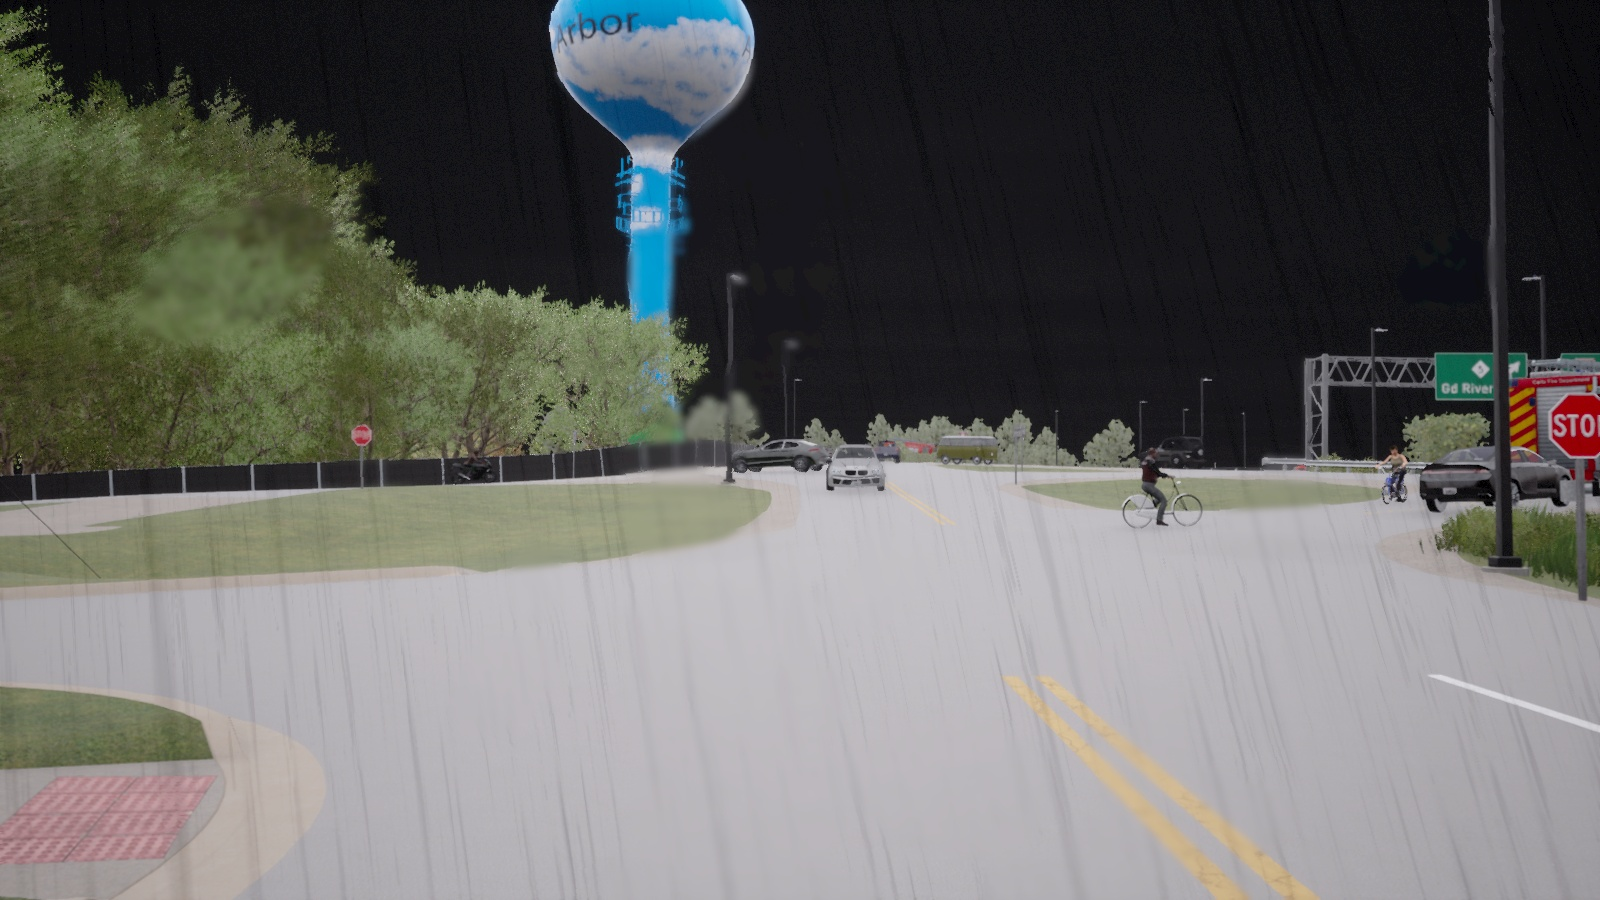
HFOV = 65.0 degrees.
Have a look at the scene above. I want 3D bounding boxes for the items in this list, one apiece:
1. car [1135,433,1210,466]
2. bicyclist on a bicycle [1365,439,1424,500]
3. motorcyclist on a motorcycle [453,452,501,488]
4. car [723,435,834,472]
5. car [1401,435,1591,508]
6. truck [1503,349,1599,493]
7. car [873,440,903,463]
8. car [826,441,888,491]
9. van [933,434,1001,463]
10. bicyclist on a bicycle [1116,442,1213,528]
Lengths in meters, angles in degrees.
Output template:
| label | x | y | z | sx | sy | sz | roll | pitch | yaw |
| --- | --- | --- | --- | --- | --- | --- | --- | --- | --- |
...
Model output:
| label | x | y | z | sx | sy | sz | roll | pitch | yaw |
| --- | --- | --- | --- | --- | --- | --- | --- | --- | --- |
| car | 21.756 | -0.017 | 73.507 | 1.905 | 1.878 | 3.866 | 1 | 0 | -33 |
| bicyclist on a bicycle | 16.459 | 0.539 | 34.775 | 1.509 | 1.612 | 0.866 | -2 | -1 | -41 |
| motorcyclist on a motorcycle | -14.622 | 0.904 | 56.875 | 2.044 | 1.523 | 0.797 | -3 | 0 | -12 |
| car | -1.057 | 0.157 | 62.412 | 5.027 | 1.651 | 2.152 | -2 | 0 | 21 |
| car | 16.474 | 0.487 | 29.639 | 4.902 | 1.511 | 2.128 | -2 | -1 | -38 |
| truck | 23.873 | -0.841 | 36.838 | 8.468 | 3.827 | 2.891 | -2 | -1 | -41 |
| car | 5.904 | 0.095 | 84.195 | 1.845 | 1.501 | 3.633 | 0 | 0 | 7 |
| car | 2.113 | 0.557 | 47.696 | 2.242 | 1.667 | 4.611 | 0 | 2 | 1 |
| van | 11.558 | -0.090 | 87.217 | 4.442 | 1.987 | 1.775 | 0 | 0 | 40 |
| bicyclist on a bicycle | 7.979 | 0.759 | 27.548 | 1.843 | 1.776 | 0.659 | -3 | -1 | -7 |
